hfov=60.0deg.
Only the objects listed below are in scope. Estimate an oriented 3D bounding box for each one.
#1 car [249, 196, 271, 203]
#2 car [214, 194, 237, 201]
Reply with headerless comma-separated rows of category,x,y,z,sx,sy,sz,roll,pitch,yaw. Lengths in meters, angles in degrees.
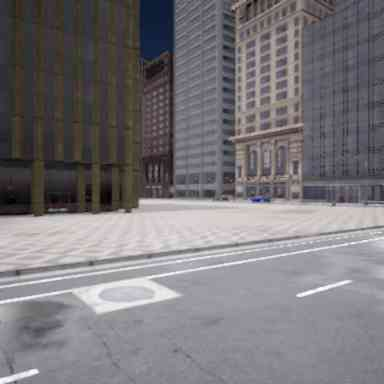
car,14.042,1.524,69.073,1.882,1.535,5.008,0,0,-35
car,7.738,1.264,72.784,2.128,1.511,4.902,0,0,-35
